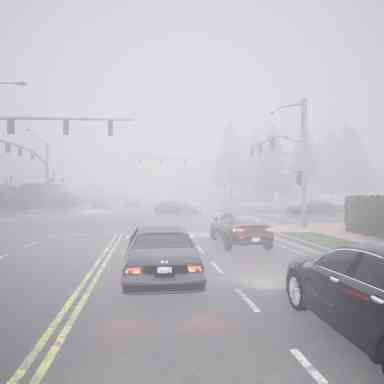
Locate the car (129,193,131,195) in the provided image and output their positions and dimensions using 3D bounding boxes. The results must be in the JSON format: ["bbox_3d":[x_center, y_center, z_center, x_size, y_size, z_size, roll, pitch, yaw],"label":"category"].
[{"bbox_3d":[-15.695,1.212,79.939,2.150,2.045,5.566,0,0,-6],"label":"car"}]

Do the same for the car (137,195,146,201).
[{"bbox_3d":[-12.261,1.510,80.731,1.812,1.442,4.674,0,0,-6],"label":"car"}]

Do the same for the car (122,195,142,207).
[{"bbox_3d":[-9.031,1.526,50.294,1.812,1.442,4.674,0,0,-6],"label":"car"}]

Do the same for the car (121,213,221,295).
[{"bbox_3d":[-0.838,1.547,8.896,2.033,1.411,5.357,0,0,-7],"label":"car"}]

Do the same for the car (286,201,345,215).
[{"bbox_3d":[12.062,1.547,32.511,5.357,1.411,2.033,0,0,-5],"label":"car"}]

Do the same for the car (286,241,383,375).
[{"bbox_3d":[2.980,1.505,4.964,1.837,1.490,4.892,0,0,-5],"label":"car"}]

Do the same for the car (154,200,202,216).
[{"bbox_3d":[-1.357,1.492,30.780,4.902,1.511,2.128,0,0,36],"label":"car"}]

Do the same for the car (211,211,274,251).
[{"bbox_3d":[2.005,1.526,14.158,1.812,1.442,4.674,0,0,-7],"label":"car"}]

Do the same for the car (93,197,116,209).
[{"bbox_3d":[-12.047,1.489,44.900,2.128,1.511,4.902,0,0,-4],"label":"car"}]

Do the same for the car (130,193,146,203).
[{"bbox_3d":[-10.662,1.477,65.846,1.882,1.535,5.008,0,0,-6],"label":"car"}]

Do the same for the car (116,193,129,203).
[{"bbox_3d":[-14.084,1.351,64.868,2.097,1.767,4.553,0,0,-6],"label":"car"}]
